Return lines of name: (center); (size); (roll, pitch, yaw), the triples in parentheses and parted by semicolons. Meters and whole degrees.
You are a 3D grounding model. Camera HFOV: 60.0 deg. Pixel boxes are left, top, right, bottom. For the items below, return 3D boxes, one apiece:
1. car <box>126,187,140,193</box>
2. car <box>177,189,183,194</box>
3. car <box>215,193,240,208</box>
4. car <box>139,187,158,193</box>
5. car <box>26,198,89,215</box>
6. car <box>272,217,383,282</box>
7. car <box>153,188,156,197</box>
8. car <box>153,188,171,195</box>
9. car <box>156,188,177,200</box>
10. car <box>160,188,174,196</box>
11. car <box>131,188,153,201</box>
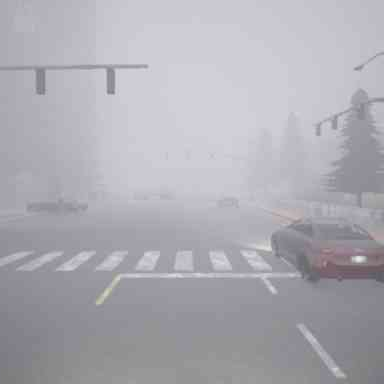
car: (-14.843, -0.491, 85.340); (4.553, 1.767, 2.097); (1, 1, 32)
car: (-4.162, -0.142, 80.323); (1.895, 1.301, 4.718); (-1, 2, -39)
car: (3.478, 0.808, 33.031); (1.812, 1.442, 4.674); (0, 1, 0)
car: (-11.466, -0.446, 87.281); (4.674, 1.442, 1.812); (1, 1, 32)
car: (-10.609, 1.085, 26.098); (4.718, 1.301, 1.895); (0, 1, 21)
car: (3.562, 1.361, 9.125); (1.994, 1.385, 4.181); (0, 1, 0)
car: (-7.993, 0.100, 64.506); (2.128, 1.511, 4.902); (0, 1, -12)
car: (-7.163, -0.195, 78.476); (1.837, 1.490, 4.892); (-1, 2, -39)
car: (-3.764, 0.262, 50.457); (2.097, 1.767, 4.553); (0, 1, 0)
car: (-5.127, 0.018, 67.505); (1.882, 1.535, 5.008); (0, 1, -15)
car: (-7.250, 0.479, 48.487); (1.812, 1.442, 4.674); (0, 1, 0)
